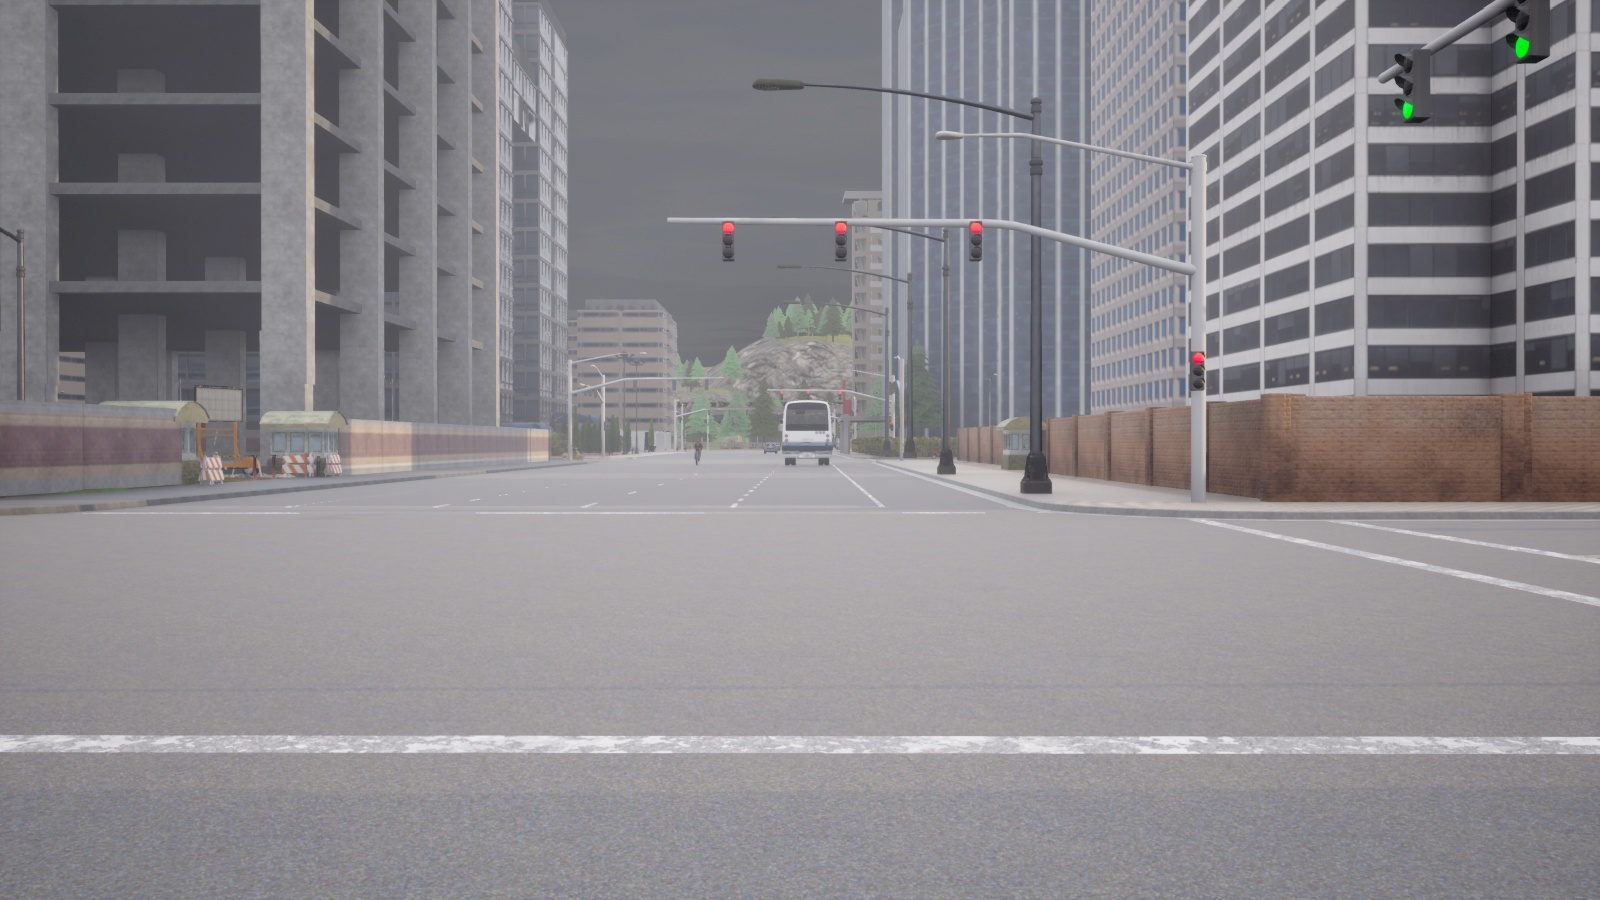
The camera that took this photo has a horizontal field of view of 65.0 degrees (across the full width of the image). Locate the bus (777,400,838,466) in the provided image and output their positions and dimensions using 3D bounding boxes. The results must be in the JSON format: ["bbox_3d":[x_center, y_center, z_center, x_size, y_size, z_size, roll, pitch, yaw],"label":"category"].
[{"bbox_3d":[0.487,-1.117,86.421,3.944,4.253,10.273,0,0,0],"label":"bus"}]
